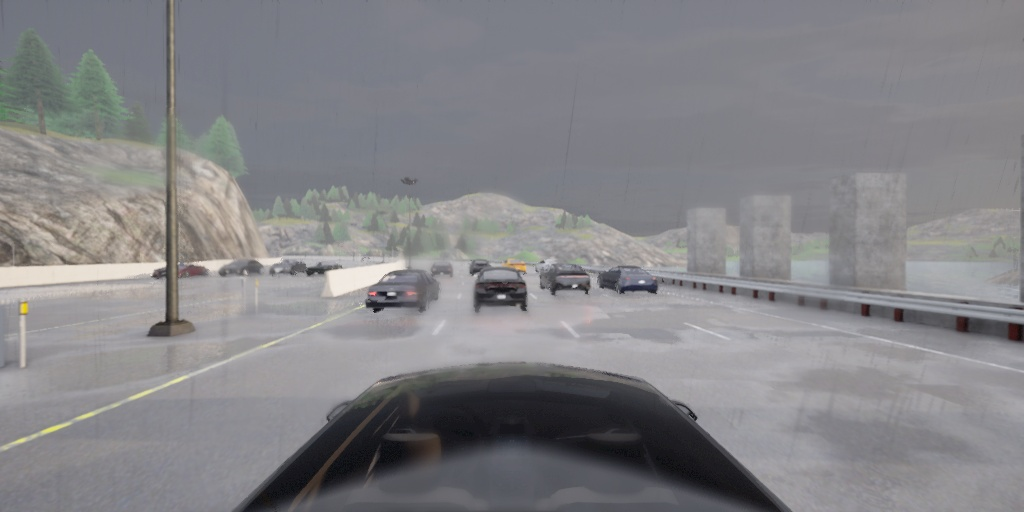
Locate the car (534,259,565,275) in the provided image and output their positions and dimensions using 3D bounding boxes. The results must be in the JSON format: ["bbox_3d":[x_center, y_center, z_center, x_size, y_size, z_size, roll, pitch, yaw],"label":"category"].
[{"bbox_3d":[3.674,1.077,36.042,1.812,1.442,4.674,0,0,-10],"label":"car"}]

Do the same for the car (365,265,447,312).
[{"bbox_3d":[-3.968,1.231,13.816,2.033,1.411,5.357,0,0,-4],"label":"car"}]

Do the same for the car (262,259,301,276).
[{"bbox_3d":[-21.029,1.073,33.872,2.128,1.511,4.902,0,0,-12],"label":"car"}]

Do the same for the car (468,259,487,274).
[{"bbox_3d":[-3.146,1.070,34.514,1.837,1.490,4.892,0,0,-10],"label":"car"}]

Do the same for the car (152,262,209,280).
[{"bbox_3d":[-27.359,1.174,29.718,1.994,1.385,4.181,0,0,-11],"label":"car"}]

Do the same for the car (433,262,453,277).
[{"bbox_3d":[-6.326,1.179,32.536,1.895,1.301,4.718,0,0,-10],"label":"car"}]

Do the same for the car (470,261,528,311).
[{"bbox_3d":[-0.515,1.156,14.208,1.882,1.535,5.008,0,1,-4],"label":"car"}]

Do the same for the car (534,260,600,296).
[{"bbox_3d":[2.623,1.142,18.639,2.128,1.511,4.902,0,0,-5],"label":"car"}]

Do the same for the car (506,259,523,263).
[{"bbox_3d":[0.091,1.030,36.240,1.882,1.535,5.008,0,0,-11],"label":"car"}]

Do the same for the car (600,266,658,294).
[{"bbox_3d":[6.075,1.209,19.282,1.994,1.385,4.181,0,0,-5],"label":"car"}]

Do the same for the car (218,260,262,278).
[{"bbox_3d":[-24.318,1.097,32.463,1.837,1.490,4.892,0,0,-11],"label":"car"}]

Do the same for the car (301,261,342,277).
[{"bbox_3d":[-17.276,1.185,33.012,1.895,1.301,4.718,0,0,-11],"label":"car"}]
